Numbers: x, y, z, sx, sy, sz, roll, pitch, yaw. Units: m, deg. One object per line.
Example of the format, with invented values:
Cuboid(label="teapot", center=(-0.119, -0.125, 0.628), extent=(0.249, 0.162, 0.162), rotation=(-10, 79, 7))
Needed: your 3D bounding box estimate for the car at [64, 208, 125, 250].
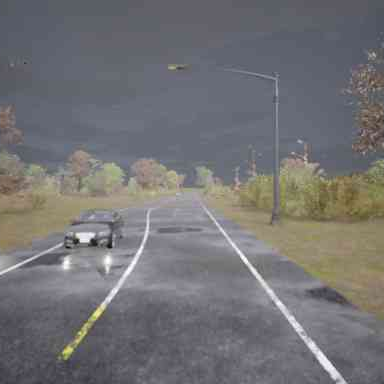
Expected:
Cuboid(label="car", center=(-4.061, 1.487, 14.497), extent=(2.128, 1.511, 4.902), rotation=(0, 0, -4))
